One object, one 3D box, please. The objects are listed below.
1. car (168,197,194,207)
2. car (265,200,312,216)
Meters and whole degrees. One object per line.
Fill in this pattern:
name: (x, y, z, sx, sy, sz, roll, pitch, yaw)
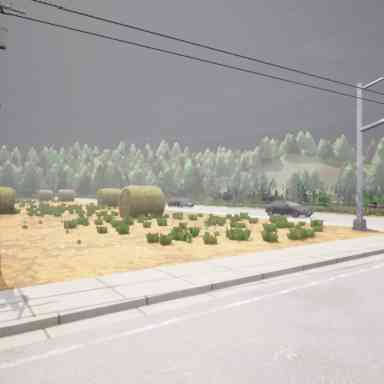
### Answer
car: (-1.545, 1.456, 45.537, 2.128, 1.511, 4.902, 0, 0, -33)
car: (8.573, 1.491, 29.781, 1.812, 1.442, 4.674, 0, 0, -33)
